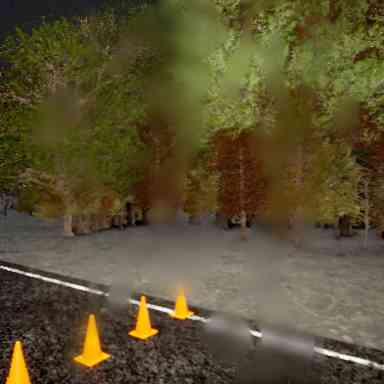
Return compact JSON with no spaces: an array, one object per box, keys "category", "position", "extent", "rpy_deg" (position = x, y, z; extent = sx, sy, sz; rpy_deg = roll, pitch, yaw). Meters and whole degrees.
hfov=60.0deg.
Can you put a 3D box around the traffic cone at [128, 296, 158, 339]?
[{"category":"traffic cone","position":[-0.791,1.980,5.365],"extent":[0.340,0.580,0.340],"rpy_deg":[0,0,35]}]

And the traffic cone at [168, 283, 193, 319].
[{"category":"traffic cone","position":[-0.210,1.982,6.179],"extent":[0.340,0.580,0.340],"rpy_deg":[0,0,35]}]

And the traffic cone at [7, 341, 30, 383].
[{"category":"traffic cone","position":[-1.952,1.977,3.737],"extent":[0.340,0.580,0.340],"rpy_deg":[0,0,35]}]

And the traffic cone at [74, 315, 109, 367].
[{"category":"traffic cone","position":[-1.371,1.979,4.551],"extent":[0.340,0.580,0.340],"rpy_deg":[0,0,35]}]
